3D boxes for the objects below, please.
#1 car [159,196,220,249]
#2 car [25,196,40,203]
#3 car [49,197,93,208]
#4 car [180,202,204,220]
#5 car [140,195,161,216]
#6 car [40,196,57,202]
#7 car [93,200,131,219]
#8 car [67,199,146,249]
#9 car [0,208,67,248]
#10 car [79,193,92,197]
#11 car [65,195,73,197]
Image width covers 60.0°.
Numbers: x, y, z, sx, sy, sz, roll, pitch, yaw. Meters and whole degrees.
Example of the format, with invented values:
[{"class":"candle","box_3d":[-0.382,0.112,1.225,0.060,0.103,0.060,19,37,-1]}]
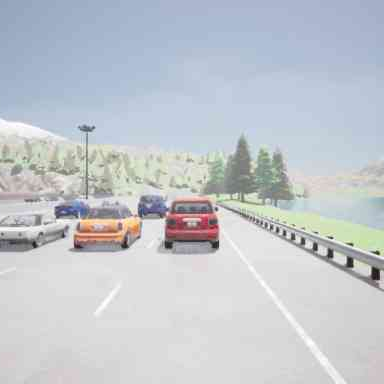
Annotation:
[{"class":"car","box_3d":[0.000,1.255,14.680,2.150,2.045,5.566,0,0,0]},{"class":"car","box_3d":[-32.900,1.506,68.933,2.033,1.411,5.357,0,0,-8]},{"class":"car","box_3d":[-10.500,1.482,29.650,1.882,1.535,5.008,0,0,0]},{"class":"car","box_3d":[0.000,1.614,29.680,1.895,1.301,4.718,0,0,0]},{"class":"car","box_3d":[-3.500,1.255,29.680,2.150,2.045,5.566,0,0,0]},{"class":"car","box_3d":[-29.450,1.488,69.522,2.128,1.511,4.902,0,0,-8]},{"class":"car","box_3d":[-7.000,1.492,29.650,2.128,1.511,4.902,0,0,0]},{"class":"car","box_3d":[-3.500,1.363,14.620,2.097,1.767,4.553,0,0,0]},{"class":"car","box_3d":[-7.000,1.613,14.680,1.895,1.301,4.718,0,0,0]},{"class":"car","box_3d":[-22.546,1.181,70.671,2.150,2.045,5.566,0,0,-8]},{"class":"car","box_3d":[-26.000,1.459,70.111,1.837,1.490,4.892,0,0,-8]}]
